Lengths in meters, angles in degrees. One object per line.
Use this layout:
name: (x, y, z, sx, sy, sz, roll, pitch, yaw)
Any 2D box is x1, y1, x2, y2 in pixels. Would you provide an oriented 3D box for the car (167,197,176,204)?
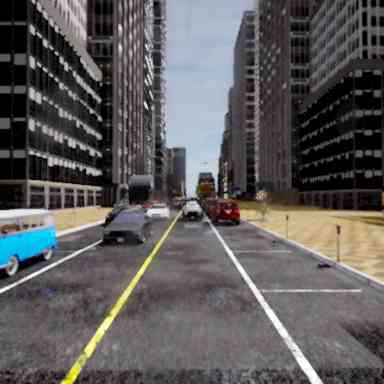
car: (-5.752, 2.339, 93.439, 2.192, 1.841, 5.009, 0, -1, 0)

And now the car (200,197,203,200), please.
car: (2.662, 1.854, 49.134, 2.192, 1.841, 5.009, 0, -1, 0)

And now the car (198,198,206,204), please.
car: (2.632, 2.400, 87.905, 1.967, 1.590, 4.097, 0, -1, 0)

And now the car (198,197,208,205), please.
car: (2.637, 2.215, 82.368, 2.192, 1.841, 5.009, 0, -1, 0)

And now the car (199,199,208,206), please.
car: (2.640, 2.406, 76.826, 1.947, 1.339, 4.313, 0, -1, 0)

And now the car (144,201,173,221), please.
car: (-3.124, 1.877, 31.590, 1.812, 1.442, 4.674, 0, -1, 0)

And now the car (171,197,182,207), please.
car: (-3.051, 2.261, 67.185, 1.812, 1.442, 4.674, 0, -1, 0)

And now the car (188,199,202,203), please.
car: (0.072, 1.992, 42.335, 1.812, 1.442, 4.674, 0, 0, 0)

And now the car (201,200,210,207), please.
car: (2.648, 2.247, 65.919, 1.752, 1.417, 4.829, 0, -1, 0)

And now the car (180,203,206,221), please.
car: (0.081, 1.945, 31.064, 1.895, 1.301, 4.718, 0, -1, 0)

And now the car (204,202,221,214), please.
car: (2.665, 2.045, 43.592, 1.947, 1.339, 4.313, 0, -1, 0)

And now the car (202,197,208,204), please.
car: (2.669, 1.734, 38.056, 2.192, 1.841, 5.009, 0, -1, 0)

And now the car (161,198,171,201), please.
car: (-5.732, 2.306, 65.741, 1.802, 1.307, 4.206, 0, -1, 0)

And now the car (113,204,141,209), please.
car: (-5.704, 1.868, 26.968, 1.947, 1.339, 4.313, 0, -1, 0)

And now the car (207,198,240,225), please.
car: (2.677, 1.613, 26.978, 2.192, 1.841, 5.009, 0, -1, 0)

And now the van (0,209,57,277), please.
van: (-5.691, 1.460, 10.354, 1.690, 1.788, 3.998, 0, -1, 0)

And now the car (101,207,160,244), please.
car: (-3.093, 1.740, 17.092, 2.033, 1.411, 5.357, 0, -1, 0)

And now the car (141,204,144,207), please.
car: (-5.708, 1.913, 32.507, 2.008, 1.369, 4.403, 0, -1, 0)

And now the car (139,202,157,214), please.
car: (-5.716, 2.065, 43.585, 1.802, 1.307, 4.206, 0, -1, 0)
